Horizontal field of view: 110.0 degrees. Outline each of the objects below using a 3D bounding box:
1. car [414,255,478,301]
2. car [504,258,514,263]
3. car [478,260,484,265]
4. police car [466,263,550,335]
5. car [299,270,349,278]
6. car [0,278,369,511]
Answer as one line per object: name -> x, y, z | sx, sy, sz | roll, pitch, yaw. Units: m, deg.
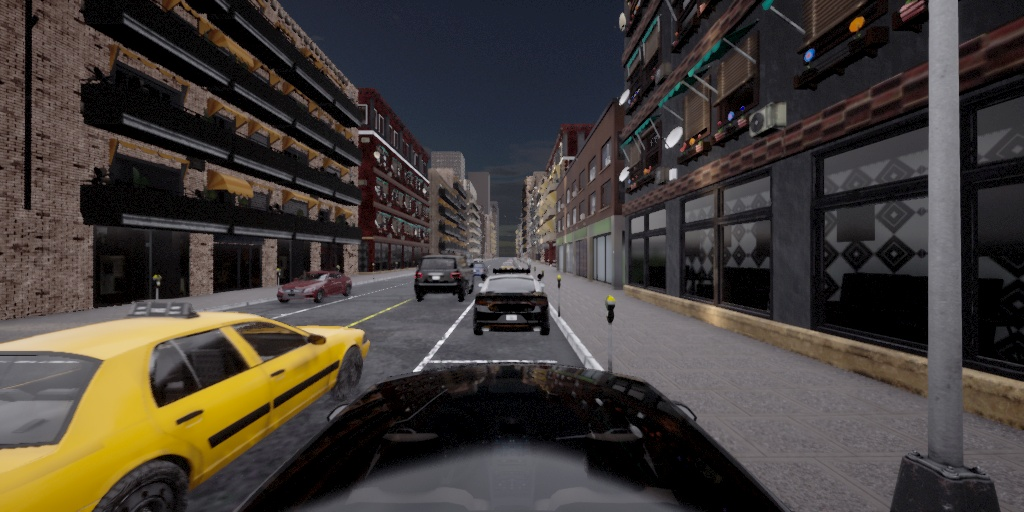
car -> -3.138, 0.975, 17.520 | 2.150, 2.045, 5.566 | 0, 0, 0
car -> -0.456, 1.275, 39.173 | 1.751, 1.417, 4.829 | 0, 0, 0
car -> -3.138, 1.298, 32.460 | 2.033, 1.411, 5.357 | 0, 0, 0
police car -> -0.011, 1.175, 10.609 | 1.930, 1.638, 5.238 | 0, 0, 0
car -> -8.837, 1.333, 16.462 | 1.802, 1.307, 4.207 | 0, 0, 0
car -> -3.145, 1.206, 3.518 | 1.801, 1.575, 5.366 | 0, 0, 0
